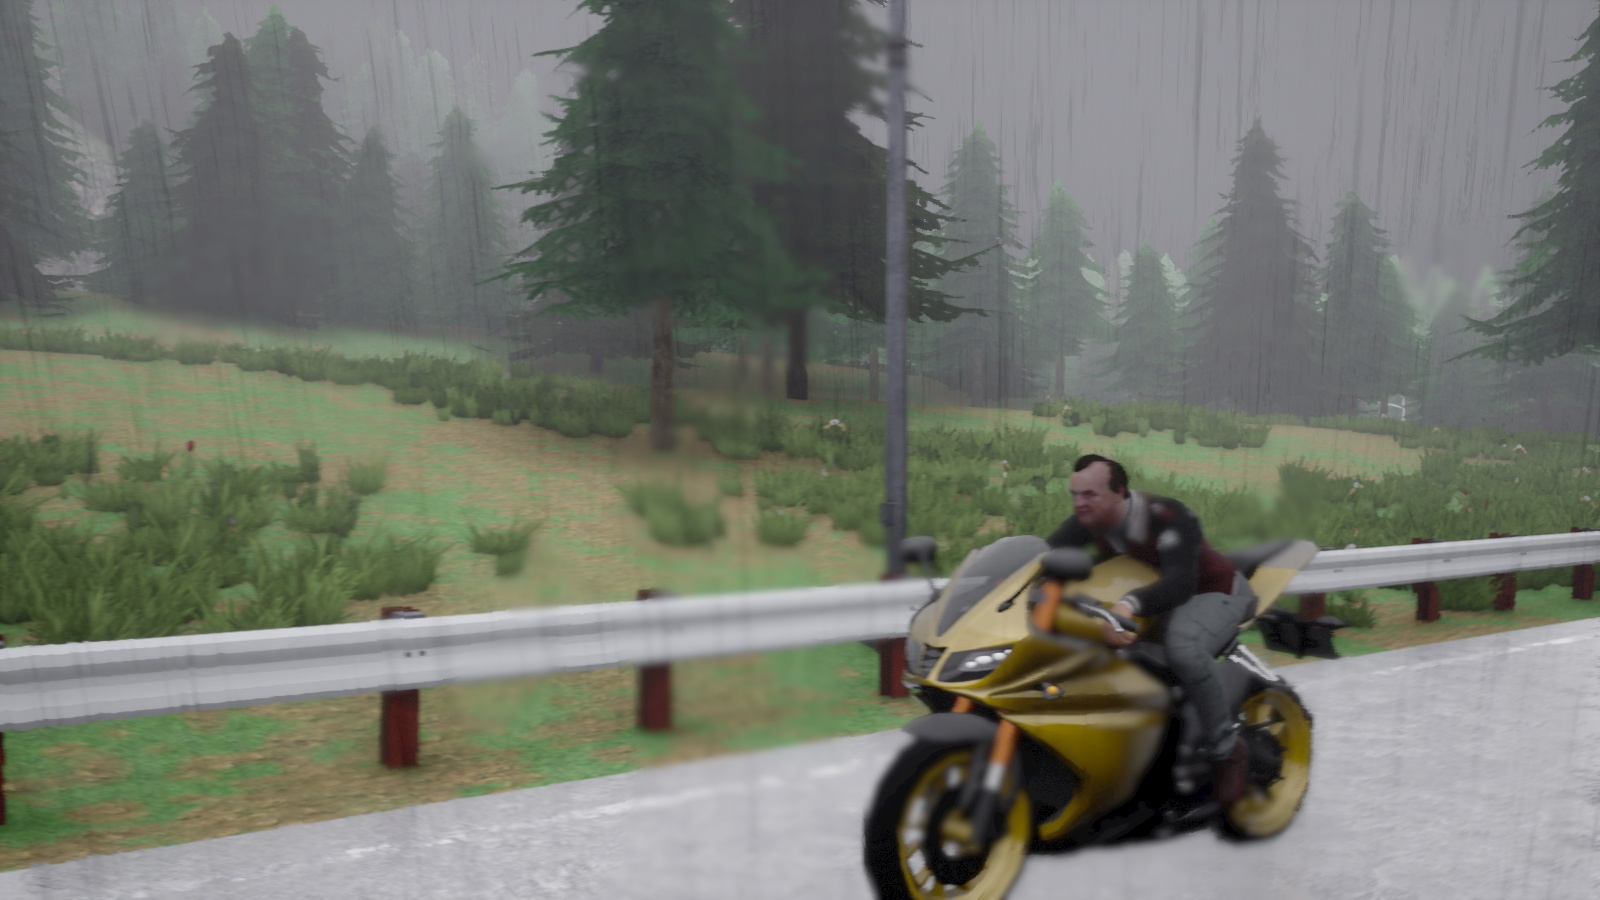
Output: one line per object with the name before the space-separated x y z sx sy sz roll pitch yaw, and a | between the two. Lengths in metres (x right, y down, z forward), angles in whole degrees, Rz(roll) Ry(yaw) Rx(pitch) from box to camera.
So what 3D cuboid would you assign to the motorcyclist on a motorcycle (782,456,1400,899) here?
motorcyclist on a motorcycle | 1.089 0.788 4.417 2.191 1.530 0.866 0 0 -35
